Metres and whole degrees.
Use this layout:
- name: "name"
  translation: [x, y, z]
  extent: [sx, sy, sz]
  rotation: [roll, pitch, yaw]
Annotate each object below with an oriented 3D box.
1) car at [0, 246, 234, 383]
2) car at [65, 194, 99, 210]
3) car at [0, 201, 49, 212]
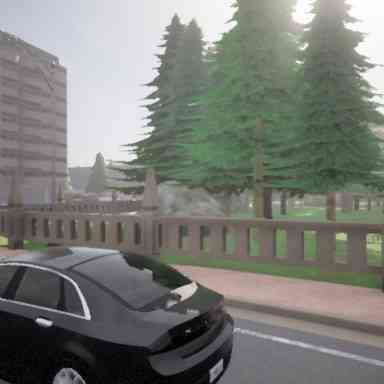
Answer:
- name: "car"
  translation: [-1.858, 1.517, 4.523]
  extent: [4.892, 1.490, 1.837]
  rotation: [0, 0, 30]
- name: "car"
  translation: [-15.373, 1.375, 46.340]
  extent: [2.150, 2.045, 5.566]
  rotation: [0, 0, 24]
- name: "car"
  translation: [-14.675, 1.703, 30.403]
  extent: [1.994, 1.385, 4.181]
  rotation: [0, 0, 24]
